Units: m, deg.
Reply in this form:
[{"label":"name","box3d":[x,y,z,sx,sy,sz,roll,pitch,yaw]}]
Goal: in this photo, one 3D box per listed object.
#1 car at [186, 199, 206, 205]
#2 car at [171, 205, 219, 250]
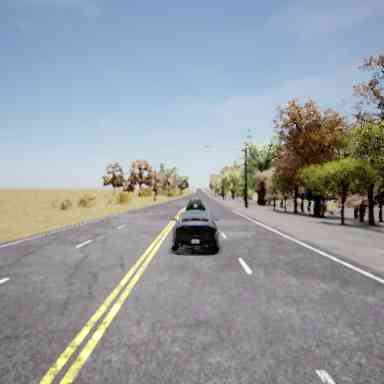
[{"label":"car","box3d":[0.412,1.496,36.582,2.097,1.767,4.553,0,0,1]},{"label":"car","box3d":[0.147,1.572,14.695,1.837,1.490,4.892,0,0,0]}]
